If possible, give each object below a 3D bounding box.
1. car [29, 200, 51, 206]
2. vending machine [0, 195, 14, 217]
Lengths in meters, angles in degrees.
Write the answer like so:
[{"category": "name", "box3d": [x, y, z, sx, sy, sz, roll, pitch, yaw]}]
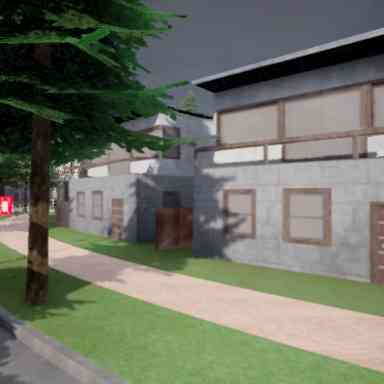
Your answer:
[{"category": "car", "box3d": [-26.562, 1.812, 58.403, 1.812, 1.442, 4.674, 0, 0, 9]}, {"category": "vending machine", "box3d": [-18.202, 1.350, 32.729, 1.100, 2.100, 0.880, 0, 0, -15]}]
